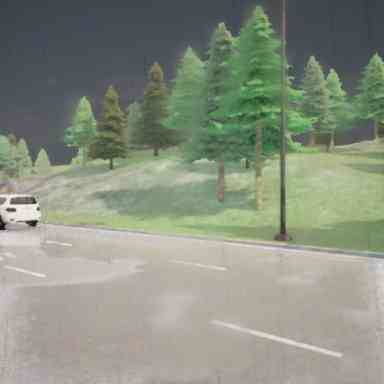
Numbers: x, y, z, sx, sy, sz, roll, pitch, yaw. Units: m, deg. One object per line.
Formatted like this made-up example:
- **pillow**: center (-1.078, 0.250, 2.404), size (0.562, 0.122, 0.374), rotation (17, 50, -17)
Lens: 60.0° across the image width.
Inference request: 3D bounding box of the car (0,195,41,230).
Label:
- **car**: center (-11.828, 1.189, 21.023), size (5.566, 2.045, 2.150), rotation (0, 0, 35)
